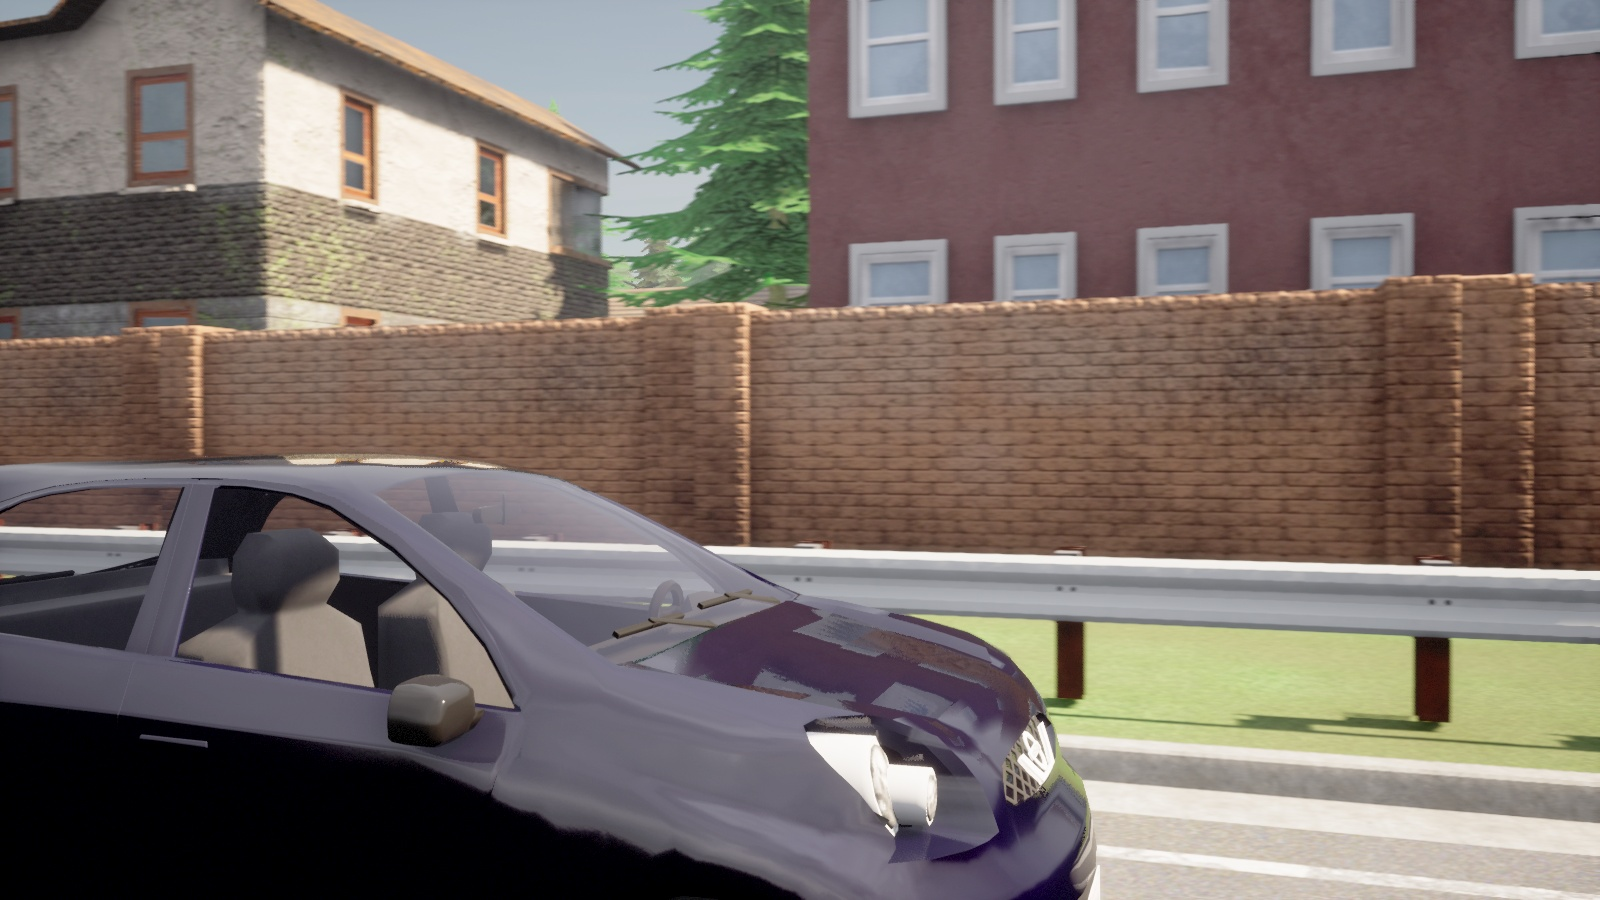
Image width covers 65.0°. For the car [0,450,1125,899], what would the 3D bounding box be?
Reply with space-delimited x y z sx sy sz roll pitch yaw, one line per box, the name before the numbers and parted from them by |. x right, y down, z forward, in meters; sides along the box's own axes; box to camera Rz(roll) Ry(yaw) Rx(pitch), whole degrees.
car | -1.031 0.780 3.540 3.633 1.501 1.845 1 1 19
